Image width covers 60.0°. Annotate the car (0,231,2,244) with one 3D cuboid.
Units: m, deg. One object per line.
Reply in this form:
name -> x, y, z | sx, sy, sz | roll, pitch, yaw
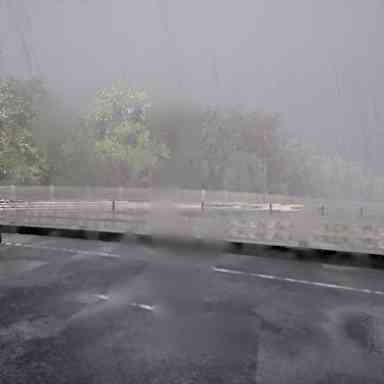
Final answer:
car -> -9.723, 1.597, 13.486 | 4.181, 1.385, 1.994 | 0, 0, 27
